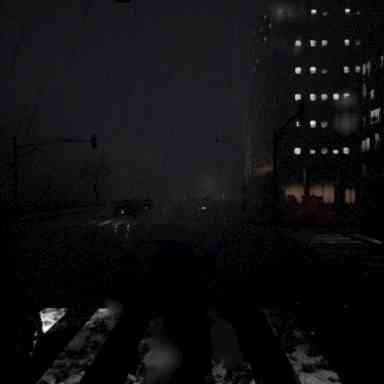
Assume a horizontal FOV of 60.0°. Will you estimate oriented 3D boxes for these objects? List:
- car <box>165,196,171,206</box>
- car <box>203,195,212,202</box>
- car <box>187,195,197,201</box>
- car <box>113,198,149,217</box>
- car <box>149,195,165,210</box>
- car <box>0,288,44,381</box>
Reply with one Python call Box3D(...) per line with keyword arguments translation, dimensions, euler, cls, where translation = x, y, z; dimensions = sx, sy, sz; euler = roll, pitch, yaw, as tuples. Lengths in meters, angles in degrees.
Box3D(translation=(-4.369, 1.265, 50.047), dimensions=(1.882, 1.535, 5.008), euler=(0, 0, 3), cls="car")
Box3D(translation=(3.299, 1.263, 70.136), dimensions=(2.033, 1.411, 5.357), euler=(0, 0, 3), cls="car")
Box3D(translation=(0.036, 1.316, 69.980), dimensions=(1.895, 1.301, 4.718), euler=(0, 0, 3), cls="car")
Box3D(translation=(-5.495, 1.360, 29.359), dimensions=(2.128, 1.511, 4.902), euler=(0, 0, 3), cls="car")
Box3D(translation=(-4.947, 1.374, 39.592), dimensions=(2.033, 1.411, 5.357), euler=(0, 0, 3), cls="car")
Box3D(translation=(-3.074, 1.548, 2.980), dimensions=(1.994, 1.385, 4.181), euler=(0, 0, 0), cls="car")
